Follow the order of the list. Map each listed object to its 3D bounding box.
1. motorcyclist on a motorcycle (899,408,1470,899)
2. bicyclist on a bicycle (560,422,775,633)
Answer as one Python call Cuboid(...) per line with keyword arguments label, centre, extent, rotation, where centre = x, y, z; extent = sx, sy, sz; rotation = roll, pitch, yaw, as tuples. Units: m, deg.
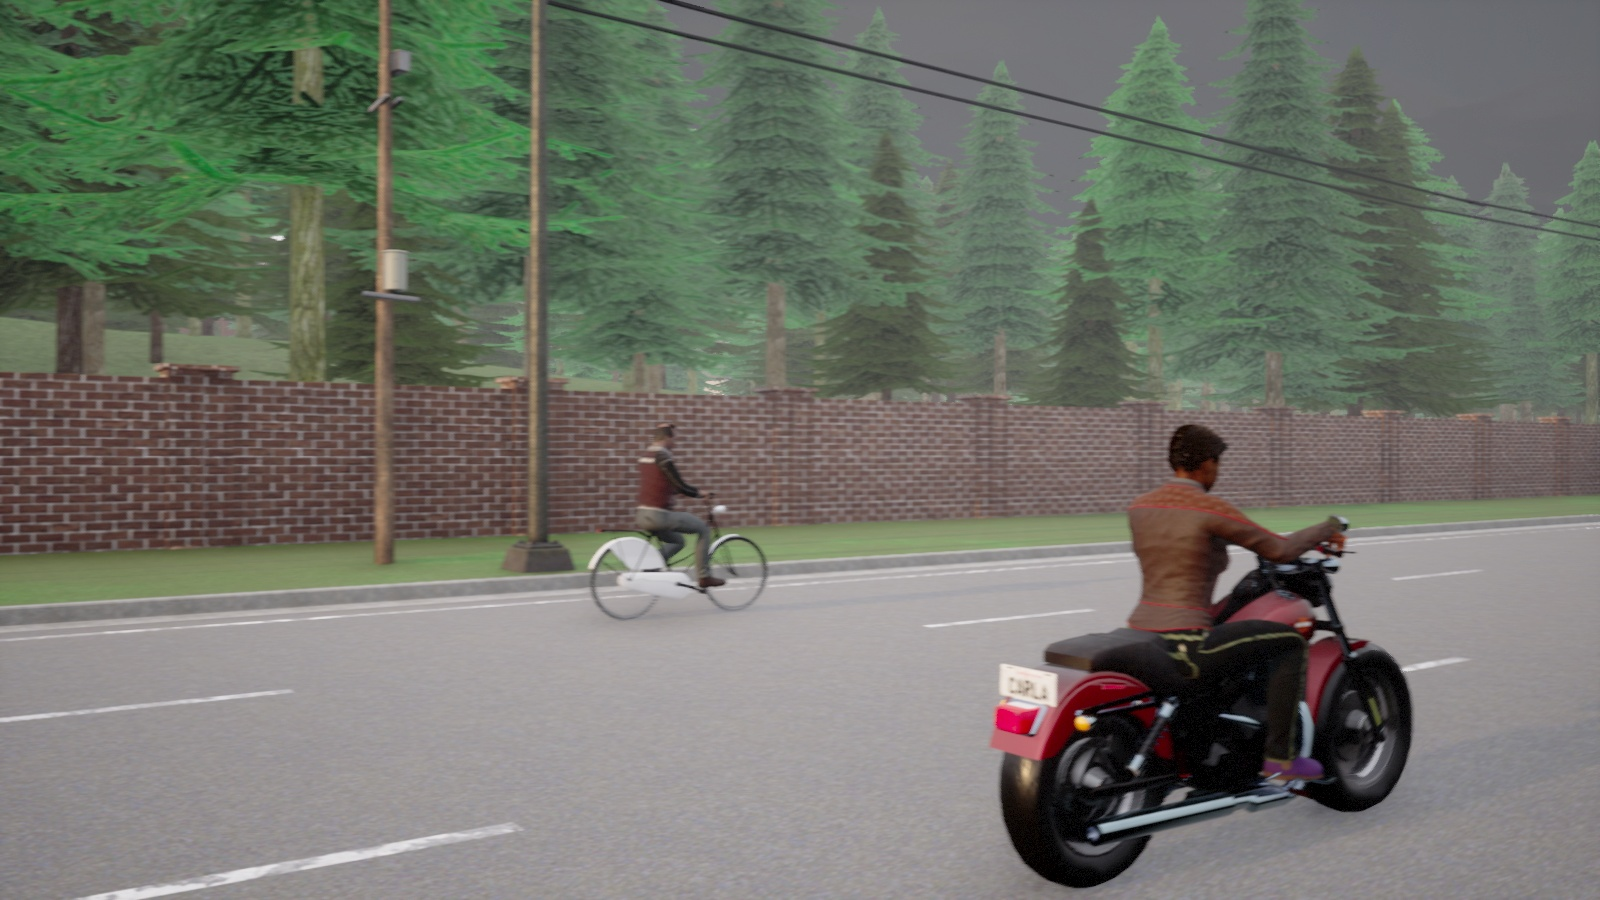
Cuboid(label="motorcyclist on a motorcycle", centre=(1.528, 0.705, 4.730), extent=(2.350, 1.649, 0.766), rotation=(0, 0, -35))
Cuboid(label="bicyclist on a bicycle", centre=(-1.180, 0.649, 11.375), extent=(1.843, 1.776, 0.659), rotation=(0, 0, -35))
